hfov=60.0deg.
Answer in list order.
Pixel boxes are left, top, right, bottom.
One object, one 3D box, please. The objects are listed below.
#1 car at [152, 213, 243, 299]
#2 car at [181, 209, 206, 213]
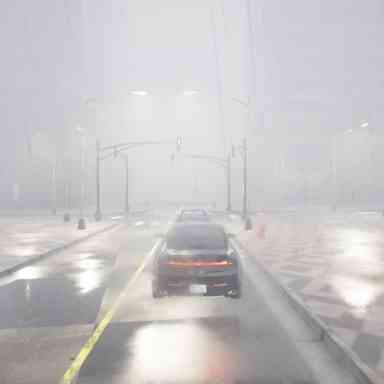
[{"bbox_3d":[0.101,1.502,8.437,1.837,1.490,4.892,0,0,0],"label":"car"},{"bbox_3d":[0.061,1.557,17.340,1.994,1.385,4.181,0,0,1],"label":"car"}]
